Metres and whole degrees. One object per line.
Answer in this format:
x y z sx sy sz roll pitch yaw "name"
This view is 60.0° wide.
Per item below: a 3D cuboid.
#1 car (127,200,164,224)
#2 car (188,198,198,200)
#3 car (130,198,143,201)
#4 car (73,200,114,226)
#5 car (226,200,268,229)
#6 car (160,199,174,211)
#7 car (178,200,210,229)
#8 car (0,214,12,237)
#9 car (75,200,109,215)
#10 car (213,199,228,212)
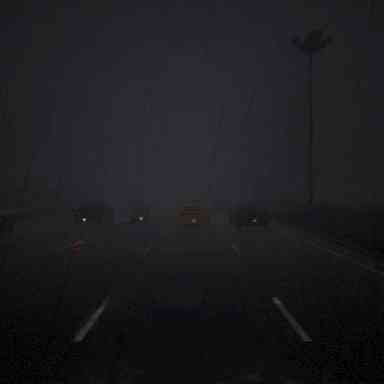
-3.395 1.549 24.560 1.812 1.442 4.674 0 0 0 "car"
0.108 1.544 40.456 1.837 1.490 4.892 0 0 0 "car"
-6.892 1.518 42.020 1.882 1.535 5.008 0 0 0 "car"
-6.896 1.528 23.720 1.837 1.490 4.892 0 0 0 "car"
3.605 1.498 21.650 1.882 1.535 5.008 0 0 0 "car"
-3.405 1.565 41.528 1.812 1.442 4.674 0 0 0 "car"
0.105 1.498 21.608 1.882 1.535 5.008 0 0 0 "car"
-10.397 1.367 15.423 2.097 1.767 4.553 0 0 0 "car"
-10.393 1.581 35.009 2.033 1.411 5.357 0 0 0 "car"
3.608 1.530 40.375 2.128 1.511 4.902 0 0 0 "car"
